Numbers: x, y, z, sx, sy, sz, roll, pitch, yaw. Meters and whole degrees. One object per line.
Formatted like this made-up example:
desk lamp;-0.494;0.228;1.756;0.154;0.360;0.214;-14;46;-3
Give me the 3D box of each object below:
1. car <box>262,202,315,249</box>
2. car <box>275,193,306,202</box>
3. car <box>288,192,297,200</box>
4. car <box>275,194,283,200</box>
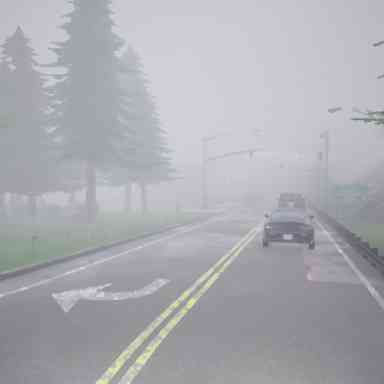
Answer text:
car;3.884;1.338;13.354;1.812;1.442;4.674;0;0;17
car;8.265;1.066;27.731;2.150;2.045;5.566;0;0;17
car;25.074;0.990;82.892;2.097;1.767;4.553;0;0;17
car;23.532;1.369;89.840;1.994;1.385;4.181;0;0;17
